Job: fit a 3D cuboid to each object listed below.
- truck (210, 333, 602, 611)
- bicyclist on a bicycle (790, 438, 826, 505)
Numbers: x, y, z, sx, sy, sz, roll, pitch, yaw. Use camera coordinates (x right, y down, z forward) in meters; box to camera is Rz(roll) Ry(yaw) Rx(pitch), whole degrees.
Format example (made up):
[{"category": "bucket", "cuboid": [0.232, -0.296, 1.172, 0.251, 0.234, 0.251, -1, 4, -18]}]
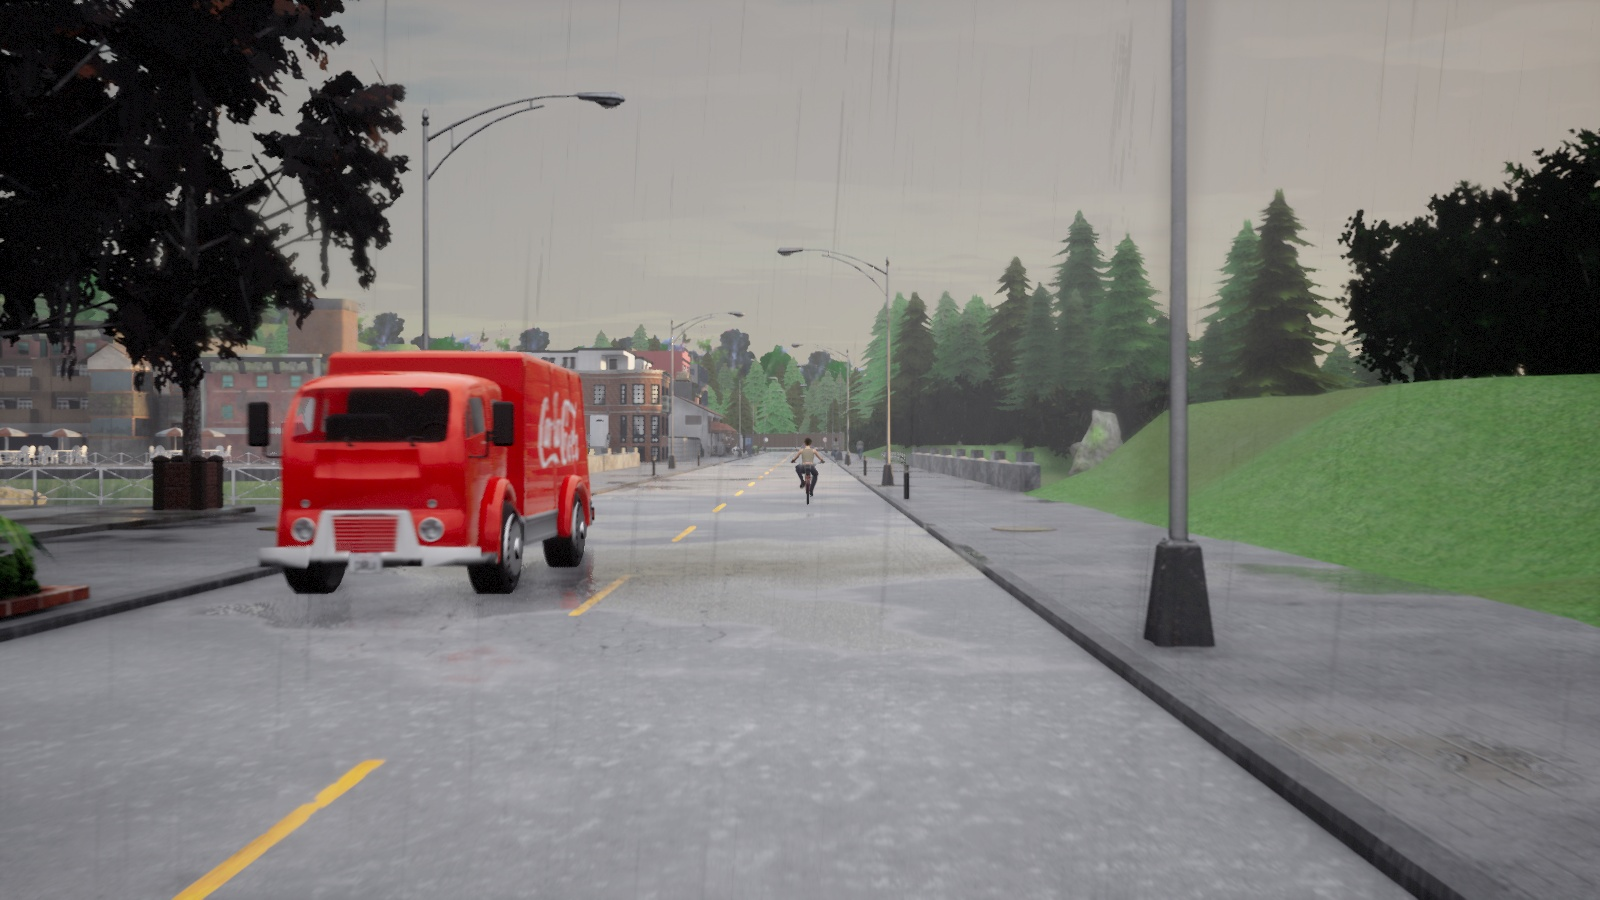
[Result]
[{"category": "truck", "cuboid": [-3.906, 0.179, 13.748, 2.627, 2.467, 5.204, 0, 0, 0]}, {"category": "bicyclist on a bicycle", "cuboid": [0.192, 0.508, 31.011, 0.866, 1.612, 1.509, 0, 0, 0]}]
